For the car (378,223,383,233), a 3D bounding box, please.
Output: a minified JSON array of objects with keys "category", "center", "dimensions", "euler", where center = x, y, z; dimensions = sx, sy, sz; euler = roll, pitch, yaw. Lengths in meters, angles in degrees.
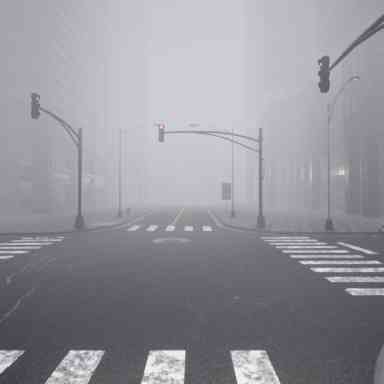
[{"category":"car","center":[11.756,1.564,16.241],"dimensions":[4.829,1.417,1.752],"euler":[0,-1,0]}]
